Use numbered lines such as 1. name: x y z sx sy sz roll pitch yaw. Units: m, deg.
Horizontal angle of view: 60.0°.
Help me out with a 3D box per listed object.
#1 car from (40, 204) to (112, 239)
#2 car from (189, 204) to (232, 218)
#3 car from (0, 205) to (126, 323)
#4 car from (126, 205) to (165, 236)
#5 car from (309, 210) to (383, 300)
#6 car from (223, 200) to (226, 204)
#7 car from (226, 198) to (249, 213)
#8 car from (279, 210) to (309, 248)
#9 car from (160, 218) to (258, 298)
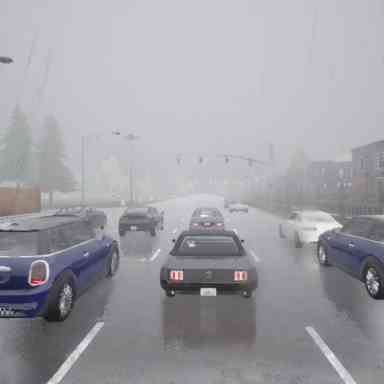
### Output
1. car: -6.173 1.489 18.483 2.128 1.511 4.902 0 0 2
2. car: 0.815 1.546 18.076 2.033 1.411 5.357 0 0 2
3. car: -3.139 1.352 7.394 2.097 1.767 4.553 0 0 2
4. car: -2.678 1.501 18.281 1.837 1.490 4.892 0 -1 2
5. car: 4.866 1.350 8.531 2.097 1.767 4.553 0 0 2
6. car: 5.418 1.543 46.428 2.033 1.411 5.357 0 0 2
7. car: 5.045 1.598 36.538 1.895 1.301 4.718 0 0 3
8. car: 5.121 1.525 14.555 1.812 1.442 4.674 0 0 2
9. car: 0.410 1.600 8.493 1.895 1.301 4.718 0 0 2
